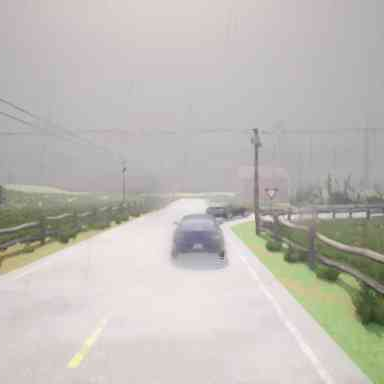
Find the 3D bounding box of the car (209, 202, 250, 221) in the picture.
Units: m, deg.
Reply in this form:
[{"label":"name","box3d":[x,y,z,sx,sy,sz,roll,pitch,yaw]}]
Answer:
[{"label":"car","box3d":[3.205,1.565,28.421,2.128,1.511,4.902,-1,0,38]}]

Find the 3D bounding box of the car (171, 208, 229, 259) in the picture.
[{"label":"car","box3d":[0.242,1.569,12.771,1.812,1.442,4.674,0,0,1]}]
